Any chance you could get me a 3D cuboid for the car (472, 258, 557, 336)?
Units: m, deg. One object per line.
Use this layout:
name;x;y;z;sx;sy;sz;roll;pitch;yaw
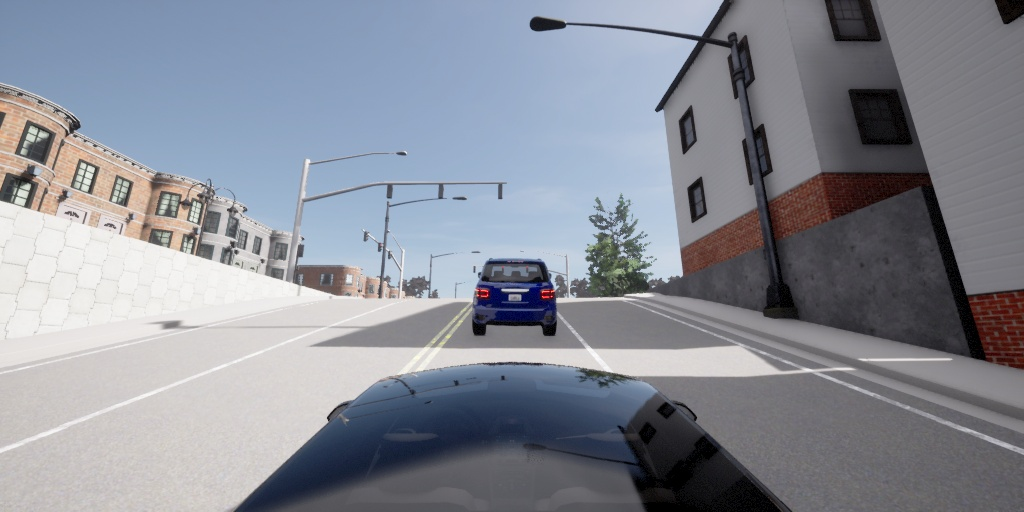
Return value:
car;0.078;1.097;11.026;2.150;2.045;5.566;1;-1;0
